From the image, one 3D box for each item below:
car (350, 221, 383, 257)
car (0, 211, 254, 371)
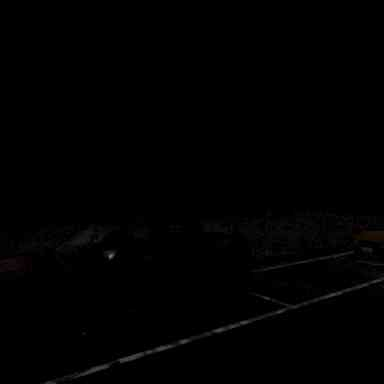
[{"bbox_3d":[7.598,1.548,12.071,4.829,1.417,1.752,0,0,-36],"label":"car"},{"bbox_3d":[-1.098,1.320,5.868,5.009,1.841,2.192,0,0,-36],"label":"car"}]
